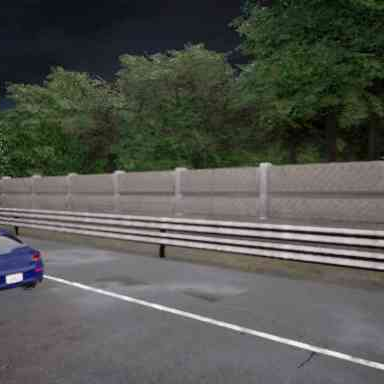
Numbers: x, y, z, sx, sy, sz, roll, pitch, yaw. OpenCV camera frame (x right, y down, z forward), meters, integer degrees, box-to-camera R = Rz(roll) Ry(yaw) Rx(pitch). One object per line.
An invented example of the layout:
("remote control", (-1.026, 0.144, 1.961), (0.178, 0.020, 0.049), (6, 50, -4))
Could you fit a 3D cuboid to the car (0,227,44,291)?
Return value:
("car", (-5.331, 1.520, 7.858), (4.674, 1.442, 1.812), (0, 0, 36))
